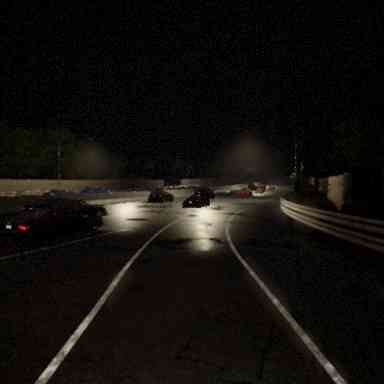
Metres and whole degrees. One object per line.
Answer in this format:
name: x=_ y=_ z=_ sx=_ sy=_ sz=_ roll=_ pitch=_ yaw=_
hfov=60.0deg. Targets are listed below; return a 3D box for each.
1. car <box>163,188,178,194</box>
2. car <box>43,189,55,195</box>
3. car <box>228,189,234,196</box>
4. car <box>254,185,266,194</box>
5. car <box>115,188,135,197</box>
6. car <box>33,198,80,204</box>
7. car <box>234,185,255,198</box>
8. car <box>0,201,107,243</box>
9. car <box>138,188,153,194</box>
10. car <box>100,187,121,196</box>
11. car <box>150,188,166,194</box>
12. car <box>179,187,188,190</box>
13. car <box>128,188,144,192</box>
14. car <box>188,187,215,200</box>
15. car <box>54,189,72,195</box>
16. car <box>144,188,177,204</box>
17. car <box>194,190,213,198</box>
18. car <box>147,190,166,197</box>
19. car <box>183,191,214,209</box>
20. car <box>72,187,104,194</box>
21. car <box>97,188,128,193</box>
car: x=-5.242 y=-0.293 z=82.150 sx=2.128 sy=1.511 sz=4.902 roll=1 pitch=2 yaw=19
car: x=-22.324 y=0.247 z=54.712 sx=2.097 sy=1.767 sz=4.553 roll=1 pitch=1 yaw=20
car: x=8.914 y=0.151 z=69.588 sx=1.994 sy=1.385 sz=4.181 roll=1 pitch=2 yaw=19
car: x=16.948 y=-0.336 z=82.049 sx=1.882 sy=1.535 sz=5.008 roll=1 pitch=2 yaw=19
car: x=-13.733 y=0.061 z=68.437 sx=1.882 sy=1.535 sz=5.008 roll=1 pitch=1 yaw=19
car: x=-7.885 y=1.252 z=22.066 sx=2.033 sy=1.411 sz=5.357 roll=1 pitch=1 yaw=20
car: x=9.832 y=0.144 z=61.600 sx=2.097 sy=1.767 sz=4.553 roll=1 pitch=1 yaw=19
car: x=-6.447 y=1.404 z=15.652 sx=2.033 sy=1.411 sz=5.357 roll=1 pitch=1 yaw=19
car: x=-11.840 y=-0.365 z=84.487 sx=1.812 sy=1.442 sz=4.674 roll=1 pitch=2 yaw=19
car: x=-17.027 y=-0.097 z=69.616 sx=2.097 sy=1.767 sz=4.553 roll=1 pitch=1 yaw=19
car: x=-8.543 y=-0.328 z=83.312 sx=2.128 sy=1.511 sz=4.902 roll=1 pitch=2 yaw=19
car: x=-1.870 y=-0.439 z=81.184 sx=2.097 sy=1.767 sz=4.553 roll=1 pitch=2 yaw=19
car: x=-10.424 y=0.212 z=67.301 sx=1.895 sy=1.301 sz=4.718 roll=1 pitch=1 yaw=19
car: x=1.775 y=0.294 z=49.248 sx=2.150 sy=2.045 sz=5.566 roll=1 pitch=1 yaw=19
car: x=-19.031 y=0.477 z=53.529 sx=2.033 sy=1.411 sz=5.357 roll=1 pitch=1 yaw=20
car: x=-3.973 y=0.551 z=43.517 sx=2.097 sy=1.767 sz=4.553 roll=1 pitch=1 yaw=20
car: x=2.167 y=0.342 z=60.899 sx=2.033 sy=1.411 sz=5.357 roll=1 pitch=1 yaw=19
car: x=-7.051 y=0.244 z=66.355 sx=1.895 sy=1.301 sz=4.718 roll=1 pitch=1 yaw=19
car: x=0.522 y=0.971 z=35.266 sx=1.994 sy=1.385 sz=4.181 roll=1 pitch=1 yaw=20
car: x=-15.747 y=0.186 z=52.346 sx=2.150 sy=2.045 sz=5.566 roll=1 pitch=1 yaw=20
car: x=-12.259 y=0.549 z=51.738 sx=1.994 sy=1.385 sz=4.181 roll=1 pitch=2 yaw=20
